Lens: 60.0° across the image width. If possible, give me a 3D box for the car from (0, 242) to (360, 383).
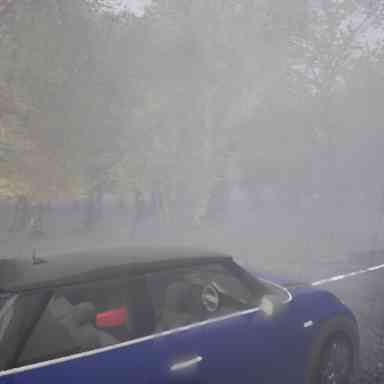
[{"bbox_3d":[-0.174,1.355,3.621,4.553,1.767,2.097,0,0,-35],"label":"car"}]
